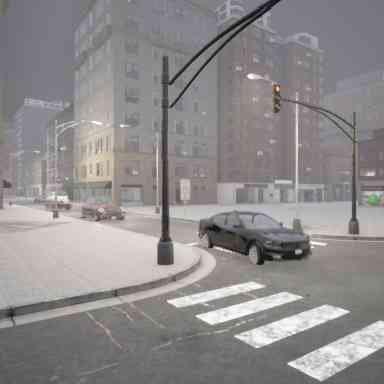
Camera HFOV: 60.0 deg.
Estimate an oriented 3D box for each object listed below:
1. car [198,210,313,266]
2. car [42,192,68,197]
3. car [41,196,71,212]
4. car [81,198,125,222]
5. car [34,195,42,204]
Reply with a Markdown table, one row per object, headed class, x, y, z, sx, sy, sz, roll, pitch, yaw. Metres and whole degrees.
| class | x | y | z | sx | sy | sz | roll | pitch | yaw |
| --- | --- | --- | --- | --- | --- | --- | --- | --- | --- |
| car | 1.997 | 1.441 | 11.872 | 1.882 | 1.535 | 5.008 | 0 | 0 | -26 |
| car | -19.532 | 0.988 | 48.135 | 2.150 | 2.045 | 5.566 | 0 | 0 | -36 |
| car | -14.593 | 1.423 | 36.156 | 1.895 | 1.301 | 4.718 | 0 | 0 | -35 |
| car | -6.807 | 1.236 | 25.240 | 2.097 | 1.767 | 4.553 | 0 | 0 | -36 |
| car | -25.510 | 1.269 | 56.495 | 2.033 | 1.411 | 5.357 | 0 | 0 | -35 |
